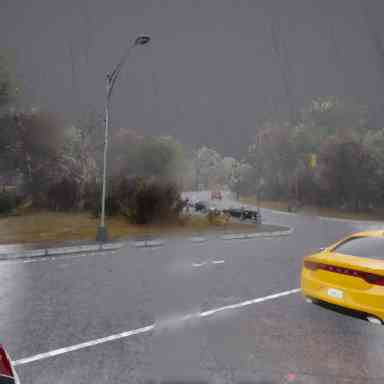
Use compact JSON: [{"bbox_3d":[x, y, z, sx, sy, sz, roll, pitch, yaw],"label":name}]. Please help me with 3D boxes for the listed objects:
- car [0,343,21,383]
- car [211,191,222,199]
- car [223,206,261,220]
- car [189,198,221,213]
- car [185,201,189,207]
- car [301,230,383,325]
[{"bbox_3d":[-3.218,1.353,1.456,4.553,1.767,2.097,0,0,-35],"label":"car"},{"bbox_3d":[5.742,0.744,78.981,2.150,2.045,5.566,2,2,-1],"label":"car"},{"bbox_3d":[5.120,2.149,34.312,1.895,1.301,4.718,3,-1,-22],"label":"car"},{"bbox_3d":[1.786,1.927,43.116,2.128,1.511,4.902,2,0,-19],"label":"car"},{"bbox_3d":[-1.046,1.727,52.746,1.994,1.385,4.181,2,1,-14],"label":"car"},{"bbox_3d":[4.374,1.543,6.873,5.008,1.535,1.882,1,-1,-35],"label":"car"}]
